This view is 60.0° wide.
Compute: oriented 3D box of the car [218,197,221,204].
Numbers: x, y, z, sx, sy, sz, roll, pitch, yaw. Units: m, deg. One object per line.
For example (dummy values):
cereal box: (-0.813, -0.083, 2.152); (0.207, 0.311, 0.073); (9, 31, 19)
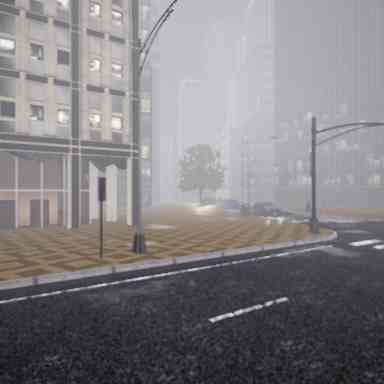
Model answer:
car: (6.985, 1.866, 63.460); (2.128, 1.511, 4.902); (0, 0, -7)

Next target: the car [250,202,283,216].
car: (7.630, 1.711, 34.575); (2.033, 1.411, 5.357); (0, 0, -7)

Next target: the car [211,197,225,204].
car: (5.635, 1.879, 73.789); (2.128, 1.511, 4.902); (0, 0, -7)

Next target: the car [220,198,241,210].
car: (5.920, 1.736, 47.766); (1.882, 1.535, 5.008); (0, -1, -7)

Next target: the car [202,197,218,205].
car: (3.361, 1.766, 67.988); (2.097, 1.767, 4.553); (0, 0, -7)
